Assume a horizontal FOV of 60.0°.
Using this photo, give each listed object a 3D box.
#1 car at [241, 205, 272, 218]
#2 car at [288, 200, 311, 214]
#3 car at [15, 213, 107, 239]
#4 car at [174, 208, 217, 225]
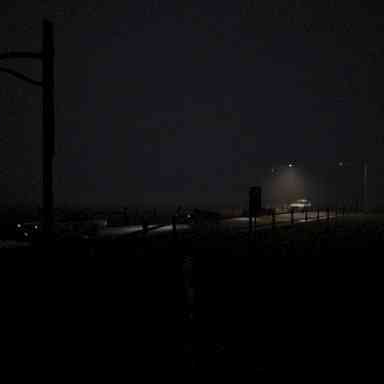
[{"bbox_3d":[7.794,2.288,39.460,2.033,1.411,5.357,0,-1,36],"label":"car"},{"bbox_3d":[16.855,2.318,51.730,2.150,2.045,5.566,0,-1,36],"label":"car"},{"bbox_3d":[-7.113,1.845,18.471,1.895,1.301,4.718,0,-1,32],"label":"car"},{"bbox_3d":[0.417,2.099,29.348,1.895,1.301,4.718,0,-1,36],"label":"car"}]
